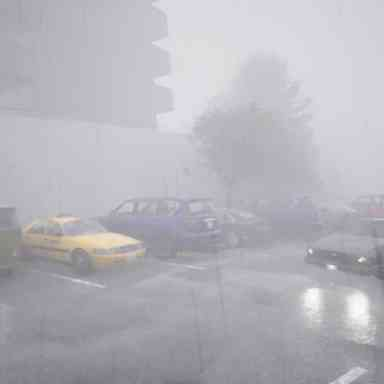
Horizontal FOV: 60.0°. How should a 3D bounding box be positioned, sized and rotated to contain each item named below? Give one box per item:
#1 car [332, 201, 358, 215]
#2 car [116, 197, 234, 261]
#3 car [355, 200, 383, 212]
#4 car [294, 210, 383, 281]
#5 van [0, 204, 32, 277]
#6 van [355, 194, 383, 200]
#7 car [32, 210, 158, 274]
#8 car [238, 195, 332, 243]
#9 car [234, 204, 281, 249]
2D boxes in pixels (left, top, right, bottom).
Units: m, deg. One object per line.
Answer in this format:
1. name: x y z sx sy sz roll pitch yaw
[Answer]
1. car: 5.816 1.427 17.640 4.792 1.488 2.163 -1 0 35
2. car: -1.590 1.209 12.464 5.566 2.045 2.435 -1 0 35
3. car: 8.314 1.377 19.339 4.892 1.521 2.231 -1 -1 36
4. car: 5.653 1.475 9.853 5.357 1.411 2.033 0 0 -35
5. van: -6.543 1.278 9.037 4.442 1.987 1.878 -1 0 35
6. van: 13.184 1.110 22.784 4.442 1.987 1.878 -1 0 36
7. car: -3.849 1.474 10.607 5.366 1.575 1.946 -1 -1 35
8. car: 3.333 1.167 15.926 5.566 2.045 2.435 -1 0 35
9. car: 0.891 1.440 14.180 4.892 1.521 2.231 -1 0 35
